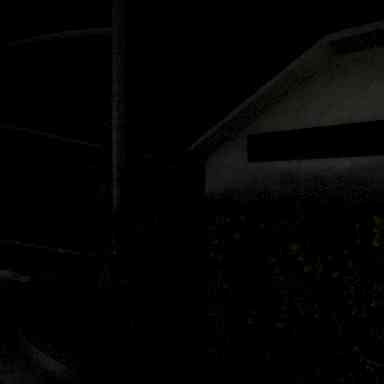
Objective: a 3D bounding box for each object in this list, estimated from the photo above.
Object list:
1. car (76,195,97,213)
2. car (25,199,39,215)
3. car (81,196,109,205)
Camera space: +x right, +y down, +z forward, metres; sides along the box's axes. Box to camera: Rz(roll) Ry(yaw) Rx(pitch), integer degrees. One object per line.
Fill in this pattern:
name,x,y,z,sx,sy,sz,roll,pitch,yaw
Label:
car,-10.444,1.312,35.134,3.866,1.878,1.905,0,0,35
car,-17.248,1.480,32.997,4.611,1.667,2.242,0,0,35
car,-16.940,1.491,57.805,4.902,1.511,2.128,0,0,36
